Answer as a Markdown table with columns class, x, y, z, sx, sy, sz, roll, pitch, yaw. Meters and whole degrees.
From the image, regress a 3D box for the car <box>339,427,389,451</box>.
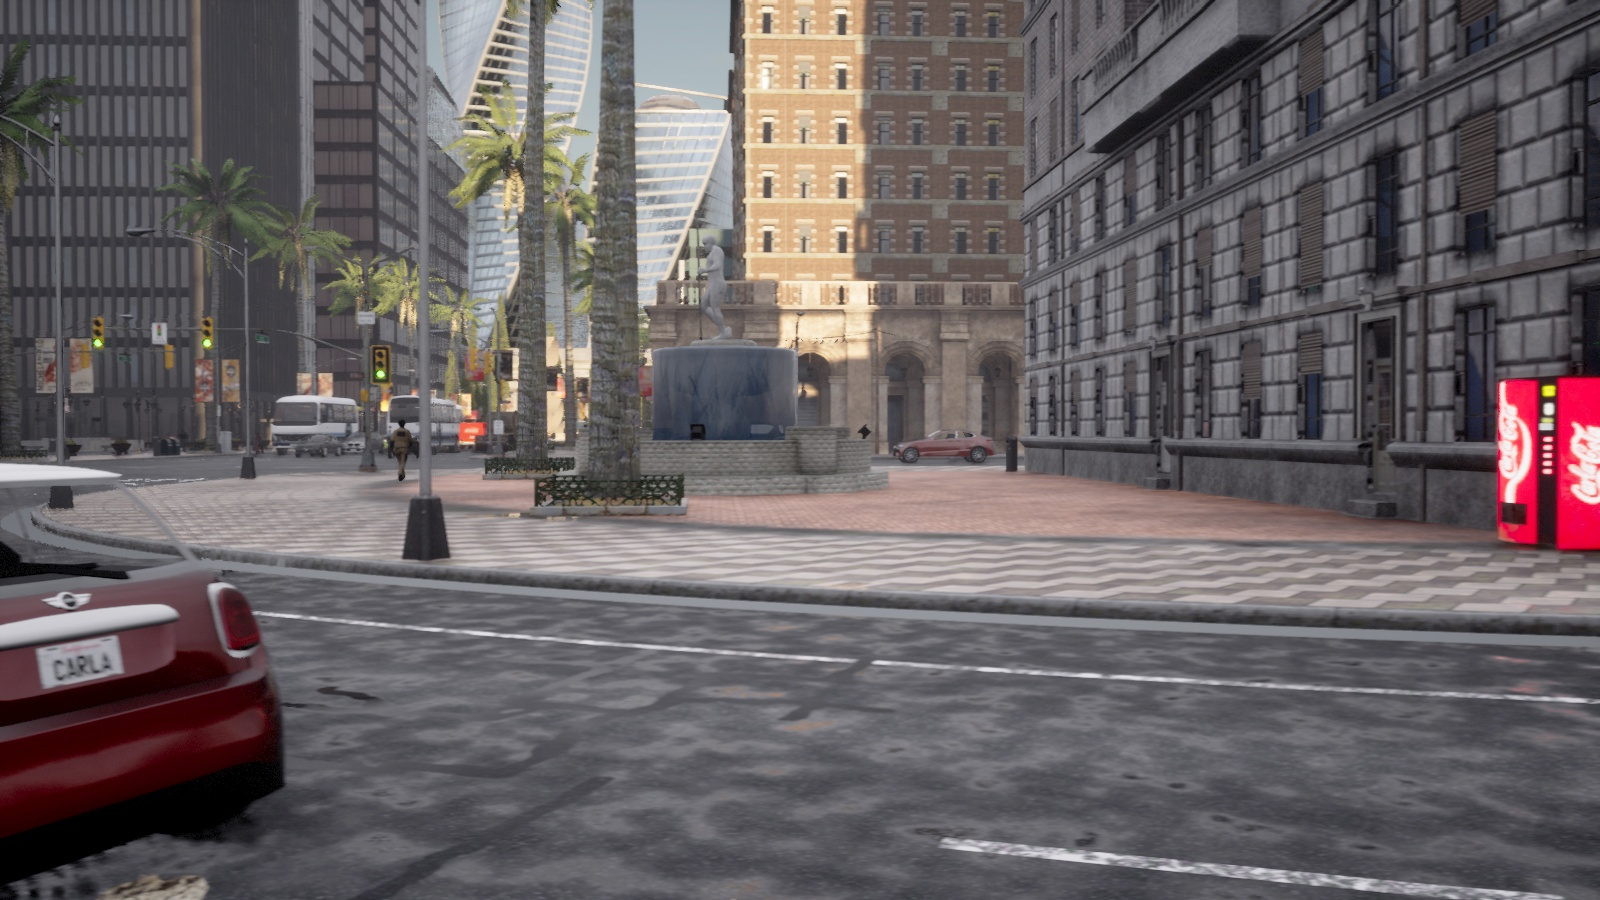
| class | x | y | z | sx | sy | sz | roll | pitch | yaw |
| --- | --- | --- | --- | --- | --- | --- | --- | --- | --- |
| car | -31.874 | -0.853 | 91.890 | 2.242 | 1.667 | 4.611 | 0 | 2 | -3 |

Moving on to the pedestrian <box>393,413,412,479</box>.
| class | x | y | z | sx | sy | sz | roll | pitch | yaw |
| --- | --- | --- | --- | --- | --- | --- | --- | --- | --- |
| pedestrian | -11.647 | -0.120 | 36.798 | 0.396 | 1.930 | 0.692 | 0 | 1 | -4 |

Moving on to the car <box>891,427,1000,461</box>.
| class | x | y | z | sx | sy | sz | roll | pitch | yaw |
| --- | --- | --- | --- | --- | --- | --- | --- | --- | --- |
| car | 7.093 | -0.296 | 61.513 | 5.027 | 1.651 | 2.152 | 0 | 1 | -3 |

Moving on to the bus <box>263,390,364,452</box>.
| class | x | y | z | sx | sy | sz | roll | pitch | yaw |
| --- | --- | --- | --- | --- | --- | --- | --- | --- | --- |
| bus | -35.377 | -2.083 | 91.894 | 3.944 | 4.253 | 10.273 | 0 | 1 | -3 |

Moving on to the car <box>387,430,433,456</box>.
| class | x | y | z | sx | sy | sz | roll | pitch | yaw |
| --- | --- | --- | --- | --- | --- | --- | --- | --- | --- |
| car | -24.111 | -0.469 | 77.740 | 1.882 | 1.535 | 5.008 | 0 | 1 | -8 |

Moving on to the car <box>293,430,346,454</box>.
| class | x | y | z | sx | sy | sz | roll | pitch | yaw |
| --- | --- | --- | --- | --- | --- | --- | --- | --- | --- |
| car | -31.362 | -0.536 | 82.041 | 1.837 | 1.490 | 4.892 | 0 | 1 | -3 |

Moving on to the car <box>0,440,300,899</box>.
| class | x | y | z | sx | sy | sz | roll | pitch | yaw |
| --- | --- | --- | --- | --- | --- | --- | --- | --- | --- |
| car | -4.134 | 0.702 | 4.845 | 3.806 | 1.475 | 1.970 | 1 | 1 | 23 |
